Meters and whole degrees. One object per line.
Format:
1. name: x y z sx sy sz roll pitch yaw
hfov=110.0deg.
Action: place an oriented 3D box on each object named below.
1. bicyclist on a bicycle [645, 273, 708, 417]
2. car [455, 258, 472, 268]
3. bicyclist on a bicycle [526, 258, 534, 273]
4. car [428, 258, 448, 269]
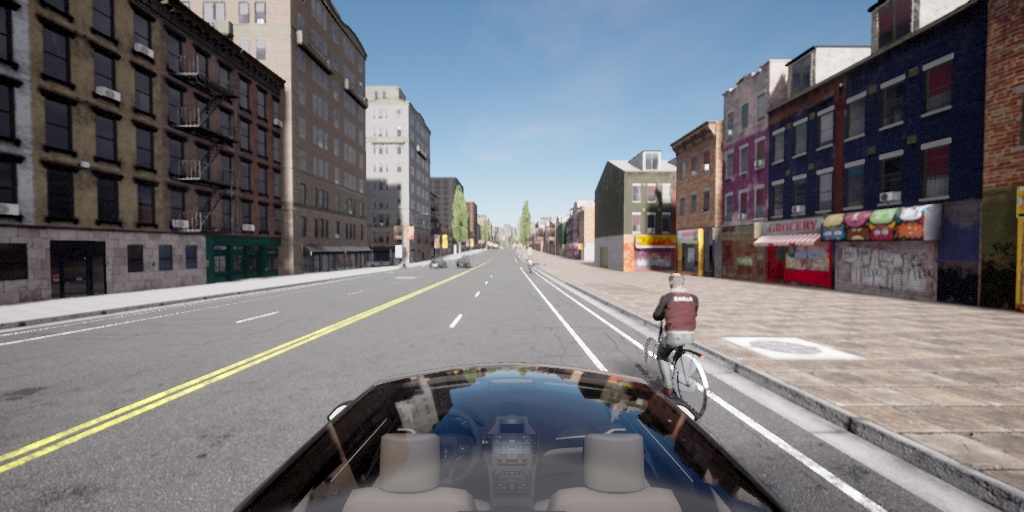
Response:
1. bicyclist on a bicycle: 2.224 1.115 5.045 0.659 1.776 1.843 0 0 0
2. car: -6.920 0.971 51.515 1.837 1.490 4.892 0 0 0
3. bicyclist on a bicycle: 1.952 1.019 38.370 0.866 1.612 1.509 0 1 -1
4. car: -10.174 1.006 49.587 1.812 1.442 4.674 0 0 0
